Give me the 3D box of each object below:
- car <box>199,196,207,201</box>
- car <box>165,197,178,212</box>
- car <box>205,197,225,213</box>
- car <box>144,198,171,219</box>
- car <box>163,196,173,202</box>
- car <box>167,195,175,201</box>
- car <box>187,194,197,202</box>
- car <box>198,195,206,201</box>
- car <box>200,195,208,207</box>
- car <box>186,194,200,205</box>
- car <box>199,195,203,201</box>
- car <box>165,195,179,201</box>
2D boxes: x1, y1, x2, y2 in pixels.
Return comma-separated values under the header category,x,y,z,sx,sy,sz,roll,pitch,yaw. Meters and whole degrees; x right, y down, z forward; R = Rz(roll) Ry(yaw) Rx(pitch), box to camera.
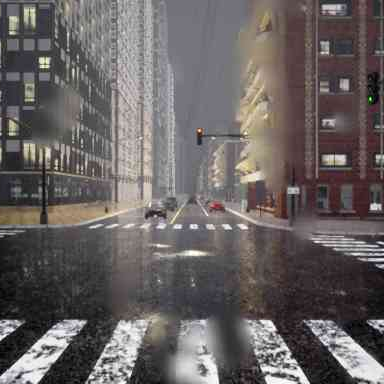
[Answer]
category,x,y,z,sx,sy,sz,roll,pitch,yaw
car,2.684,1.626,84.061,1.802,1.307,4.206,0,0,0
car,-3.085,1.574,39.539,1.994,1.385,4.181,0,0,1
car,2.739,1.591,37.253,1.802,1.307,4.206,0,0,0
car,-3.120,1.553,29.519,2.033,1.411,5.357,0,0,-4
car,-5.695,1.589,78.412,2.008,1.369,4.403,0,0,0
car,-5.697,1.595,89.709,1.887,1.381,4.507,0,0,0
car,-0.004,1.218,69.824,2.097,1.767,4.553,0,0,0
car,2.684,1.491,89.710,1.967,1.590,4.097,0,0,0
car,2.688,1.567,50.170,2.008,1.369,4.403,0,0,0
car,-0.003,1.548,59.851,1.812,1.442,4.674,0,0,0
car,2.688,1.571,55.818,2.008,1.369,4.403,0,0,0
car,-3.057,1.521,49.954,1.837,1.490,4.892,0,0,0
